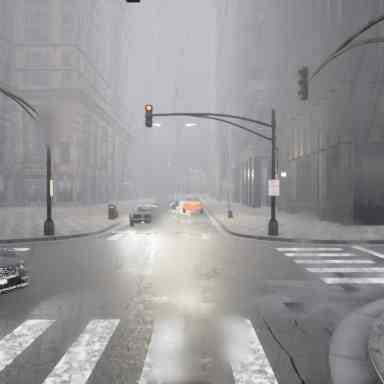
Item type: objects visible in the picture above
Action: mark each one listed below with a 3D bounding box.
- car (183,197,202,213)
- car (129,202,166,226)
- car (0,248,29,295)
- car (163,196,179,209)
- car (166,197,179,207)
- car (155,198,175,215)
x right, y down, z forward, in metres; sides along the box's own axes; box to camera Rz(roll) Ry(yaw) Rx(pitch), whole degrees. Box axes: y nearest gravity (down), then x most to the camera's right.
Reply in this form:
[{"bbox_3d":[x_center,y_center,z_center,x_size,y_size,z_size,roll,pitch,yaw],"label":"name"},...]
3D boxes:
[{"bbox_3d":[0.082,1.353,37.623,2.097,1.767,4.553,0,0,0],"label":"car"},{"bbox_3d":[-3.108,1.601,23.227,1.895,1.301,4.718,0,0,0],"label":"car"},{"bbox_3d":[-5.845,1.499,7.416,4.892,1.490,1.837,0,-2,24],"label":"car"},{"bbox_3d":[-3.111,1.354,43.171,2.097,1.767,4.553,0,0,0],"label":"car"},{"bbox_3d":[-3.071,1.531,53.213,1.812,1.442,4.674,0,0,0],"label":"car"},{"bbox_3d":[-3.105,1.565,33.170,1.994,1.385,4.181,0,0,0],"label":"car"}]
